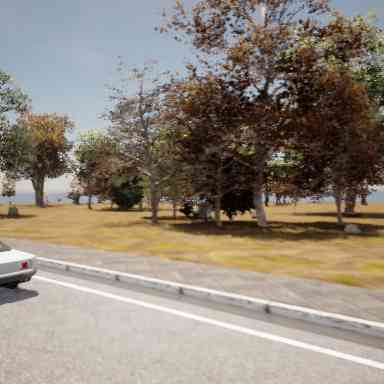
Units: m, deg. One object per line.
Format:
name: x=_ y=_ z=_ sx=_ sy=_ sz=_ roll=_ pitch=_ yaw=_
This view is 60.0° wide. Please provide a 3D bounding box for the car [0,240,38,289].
car: x=-5.813 y=1.599 z=7.834 sx=4.718 sy=1.301 sz=1.895 roll=0 pitch=0 yaw=33
